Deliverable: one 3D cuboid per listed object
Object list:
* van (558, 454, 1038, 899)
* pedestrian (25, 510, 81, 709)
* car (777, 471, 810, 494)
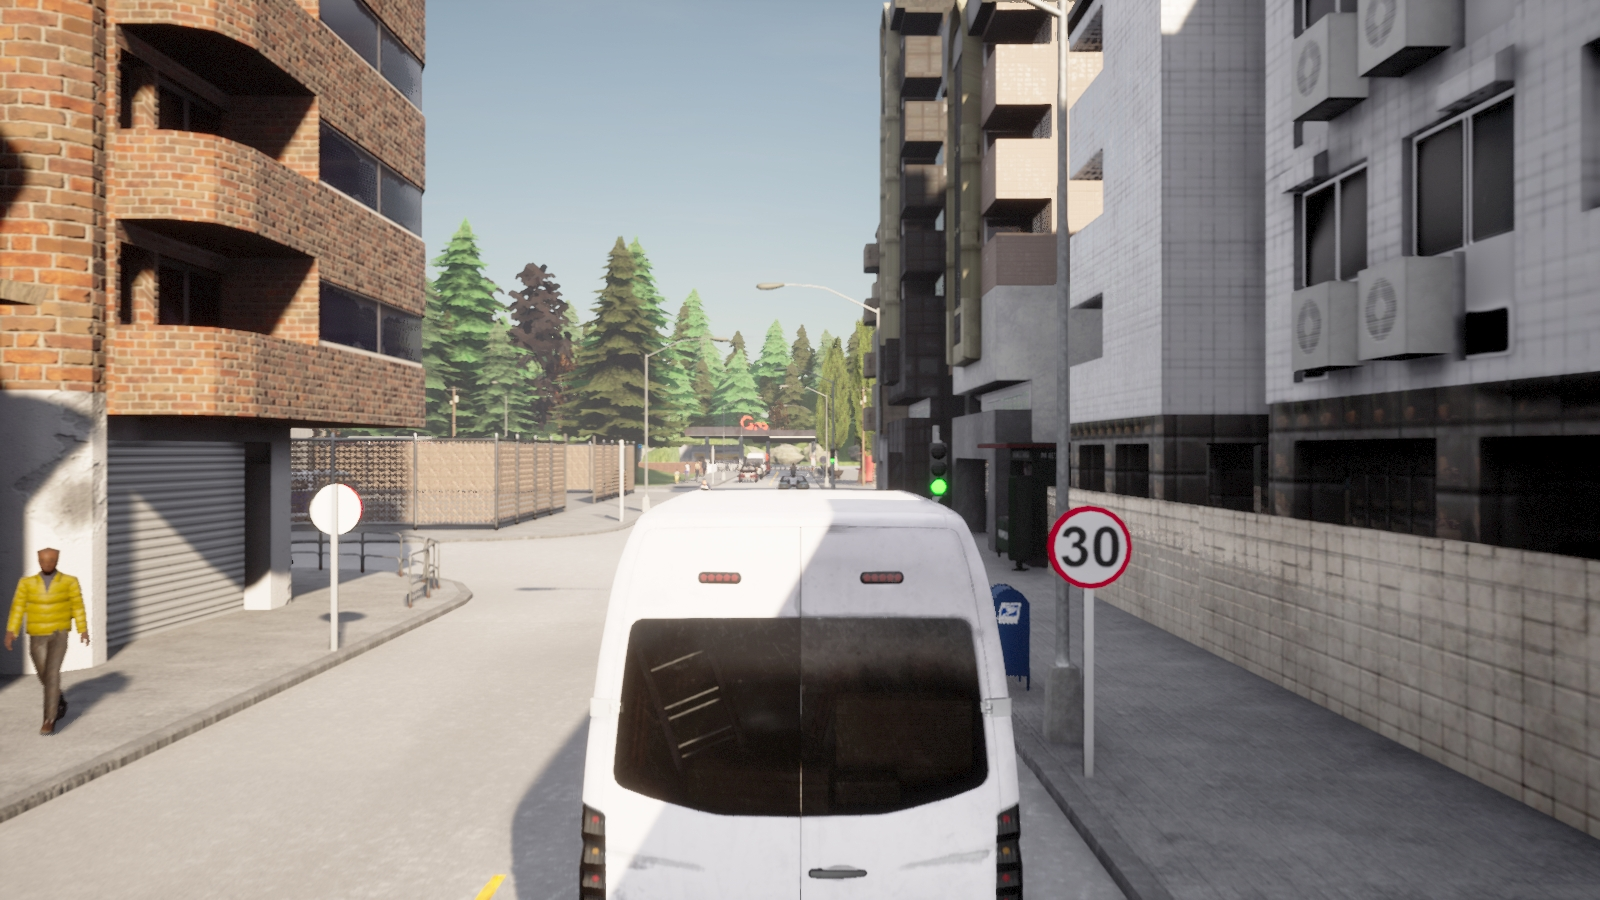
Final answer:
[{"bbox_3d":[-0.021,1.322,7.690,1.988,2.561,5.915,0,0,0],"label":"van"},{"bbox_3d":[-7.244,1.525,11.089,0.375,1.860,0.375,0,0,-21],"label":"pedestrian"},{"bbox_3d":[-0.428,1.988,71.332,1.895,1.301,4.718,0,0,-2],"label":"car"}]
